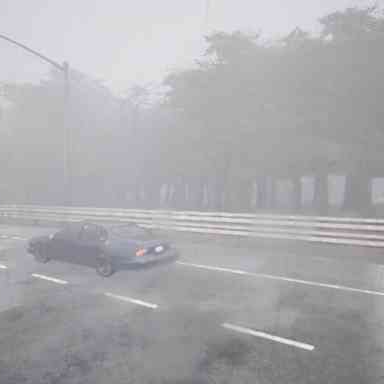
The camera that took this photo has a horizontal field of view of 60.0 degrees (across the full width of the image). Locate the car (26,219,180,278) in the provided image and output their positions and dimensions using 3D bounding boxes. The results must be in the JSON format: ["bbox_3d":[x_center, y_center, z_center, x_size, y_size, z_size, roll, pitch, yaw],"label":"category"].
[{"bbox_3d":[-2.909,1.564,10.251,5.357,1.411,2.033,0,0,36],"label":"car"}]
